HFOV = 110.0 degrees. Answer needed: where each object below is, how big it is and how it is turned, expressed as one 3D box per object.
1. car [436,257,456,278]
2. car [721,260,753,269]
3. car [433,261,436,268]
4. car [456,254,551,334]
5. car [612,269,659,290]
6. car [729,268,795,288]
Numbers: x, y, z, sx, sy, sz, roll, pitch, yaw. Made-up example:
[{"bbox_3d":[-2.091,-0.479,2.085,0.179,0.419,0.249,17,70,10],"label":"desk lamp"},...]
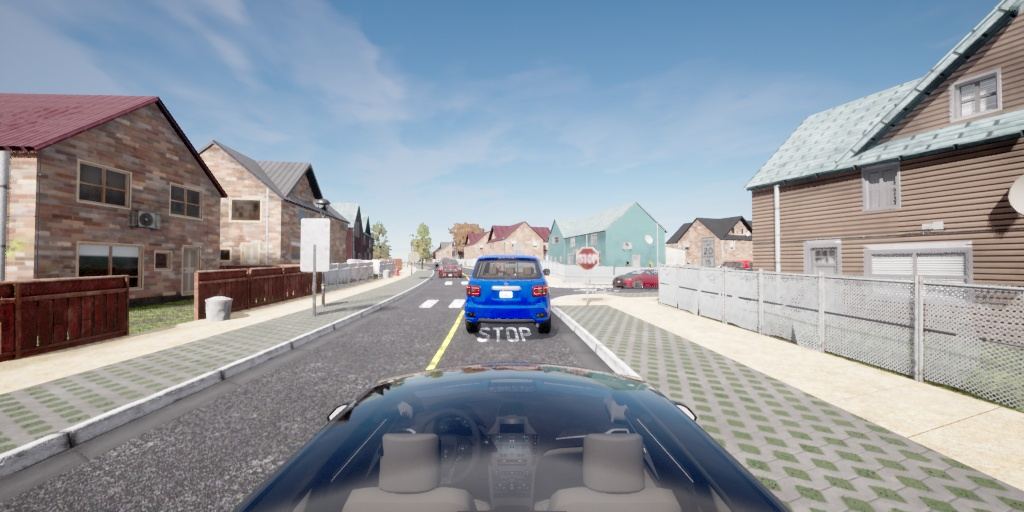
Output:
[{"bbox_3d":[-5.843,1.115,33.919,2.097,1.767,4.553,0,0,-10],"label":"car"},{"bbox_3d":[16.623,1.319,24.349,5.566,2.045,2.150,1,-2,-20],"label":"car"},{"bbox_3d":[-11.821,1.405,58.989,1.895,1.301,4.718,0,0,-17],"label":"car"},{"bbox_3d":[-0.019,0.975,10.851,2.150,2.045,5.566,0,0,3],"label":"car"},{"bbox_3d":[9.128,1.597,24.901,4.181,1.385,1.994,1,-2,-18],"label":"car"},{"bbox_3d":[20.031,1.757,28.749,4.892,1.490,1.837,2,-2,-20],"label":"car"}]
